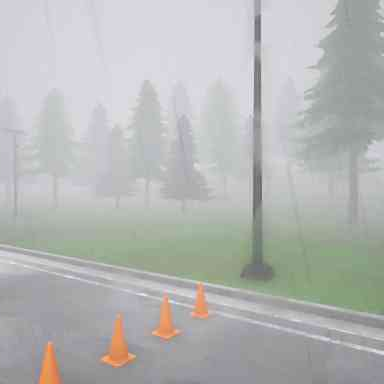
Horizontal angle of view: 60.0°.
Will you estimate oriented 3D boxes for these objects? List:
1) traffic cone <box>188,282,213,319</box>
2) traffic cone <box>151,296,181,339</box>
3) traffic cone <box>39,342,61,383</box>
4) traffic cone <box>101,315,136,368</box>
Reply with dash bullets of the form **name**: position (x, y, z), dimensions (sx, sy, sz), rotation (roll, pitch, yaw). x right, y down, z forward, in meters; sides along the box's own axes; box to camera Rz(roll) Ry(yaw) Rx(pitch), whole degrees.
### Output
- **traffic cone**: position (0.165, 1.955, 6.112), dimensions (0.340, 0.580, 0.340), rotation (0, 0, 35)
- **traffic cone**: position (-0.413, 1.955, 5.295), dimensions (0.340, 0.580, 0.340), rotation (0, 0, 35)
- **traffic cone**: position (-1.567, 1.955, 3.662), dimensions (0.340, 0.580, 0.340), rotation (0, 0, 35)
- **traffic cone**: position (-0.990, 1.955, 4.478), dimensions (0.340, 0.580, 0.340), rotation (0, 0, 35)
